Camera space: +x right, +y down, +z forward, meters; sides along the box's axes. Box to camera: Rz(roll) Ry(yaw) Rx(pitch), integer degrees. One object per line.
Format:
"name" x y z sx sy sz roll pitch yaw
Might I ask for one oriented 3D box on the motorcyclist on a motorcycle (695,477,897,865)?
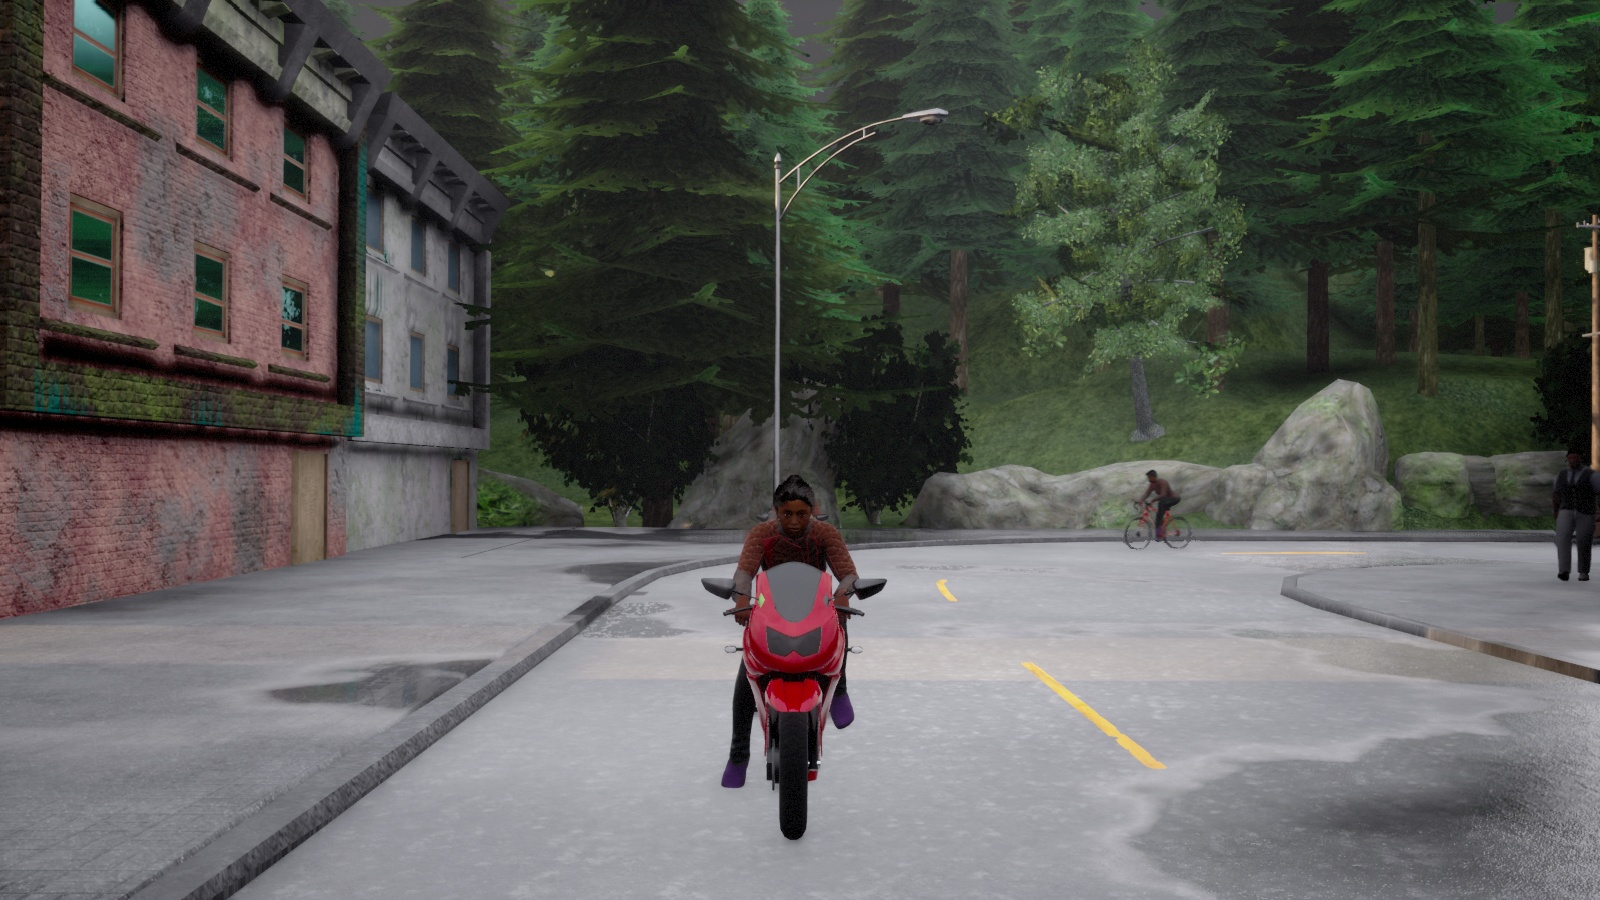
"motorcyclist on a motorcycle" -0.023 0.898 6.008 0.797 1.523 2.044 0 -1 0

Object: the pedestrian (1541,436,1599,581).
"pedestrian" 10.394 0.764 16.820 0.849 1.883 0.563 1 -1 -42

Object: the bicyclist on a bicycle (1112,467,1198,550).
"bicyclist on a bicycle" 7.152 1.165 25.287 1.656 1.620 0.582 0 0 -22

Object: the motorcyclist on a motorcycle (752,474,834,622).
"motorcyclist on a motorcycle" -0.046 1.032 14.025 0.797 1.523 2.044 0 -1 3
